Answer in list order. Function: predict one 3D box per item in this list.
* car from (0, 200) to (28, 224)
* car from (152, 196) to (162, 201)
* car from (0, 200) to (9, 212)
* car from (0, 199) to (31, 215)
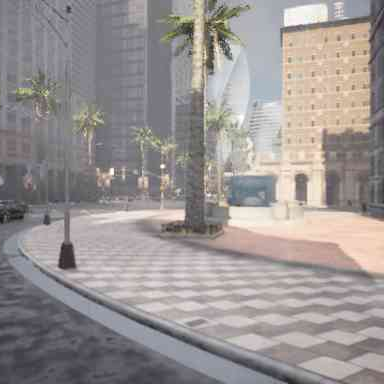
[{"bbox_3d":[-14.238,1.515,25.113,1.882,1.535,5.008,0,0,-3],"label":"car"},{"bbox_3d":[-9.777,1.921,95.113,2.161,1.482,4.786,0,0,16],"label":"car"},{"bbox_3d":[-23.468,1.617,37.160,2.033,1.411,5.357,0,0,16],"label":"car"},{"bbox_3d":[-20.108,1.602,36.178,1.837,1.490,4.892,0,0,16],"label":"car"}]
